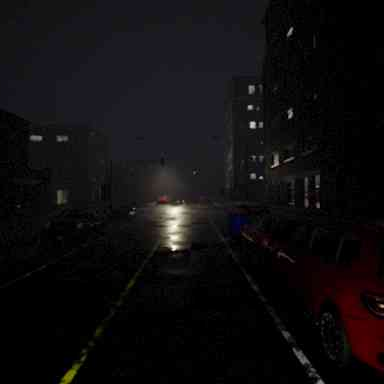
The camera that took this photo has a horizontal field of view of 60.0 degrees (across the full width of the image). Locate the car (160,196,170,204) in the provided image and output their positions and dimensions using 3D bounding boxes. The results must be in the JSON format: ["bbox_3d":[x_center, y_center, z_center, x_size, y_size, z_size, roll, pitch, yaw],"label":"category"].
[{"bbox_3d":[-5.695,1.671,70.860,1.887,1.381,4.507,1,0,0],"label":"car"}]

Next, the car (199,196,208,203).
[{"bbox_3d":[2.685,1.576,76.610,1.967,1.590,4.097,1,0,0],"label":"car"}]

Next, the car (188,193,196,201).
[{"bbox_3d":[-0.024,1.621,90.353,2.033,1.411,5.357,0,0,0],"label":"car"}]

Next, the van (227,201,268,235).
[{"bbox_3d":[2.703,1.372,16.403,1.690,1.788,3.998,1,0,0],"label":"van"}]

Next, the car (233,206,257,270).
[{"bbox_3d":[2.702,1.461,10.996,1.967,1.590,4.097,1,0,0],"label":"car"}]

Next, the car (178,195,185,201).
[{"bbox_3d":[-3.024,1.664,92.246,1.837,1.490,4.892,0,0,0],"label":"car"}]

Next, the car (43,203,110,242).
[{"bbox_3d":[-5.679,1.470,16.409,1.967,1.590,4.097,1,0,0],"label":"car"}]

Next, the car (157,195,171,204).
[{"bbox_3d":[-5.770,1.661,65.178,1.887,1.381,4.507,1,0,0],"label":"car"}]

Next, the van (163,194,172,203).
[{"bbox_3d":[-5.692,1.477,76.548,1.690,1.788,3.998,1,0,0],"label":"van"}]

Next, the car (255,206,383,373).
[{"bbox_3d":[2.706,1.326,5.589,2.192,1.841,5.009,1,0,0],"label":"car"}]

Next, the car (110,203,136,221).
[{"bbox_3d":[-5.684,1.601,27.222,2.008,1.369,4.403,1,0,0],"label":"car"}]

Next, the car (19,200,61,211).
[{"bbox_3d":[-19.311,1.689,42.473,4.507,1.381,1.887,0,-1,1],"label":"car"}]
